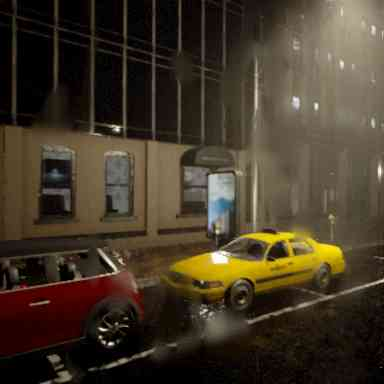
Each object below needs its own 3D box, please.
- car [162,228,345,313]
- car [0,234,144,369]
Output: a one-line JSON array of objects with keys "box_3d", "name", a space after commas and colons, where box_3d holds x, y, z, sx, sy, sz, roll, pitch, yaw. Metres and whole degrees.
[{"box_3d": [1.638, 1.555, 7.719, 4.829, 1.417, 1.752, 0, 0, -35], "name": "car"}, {"box_3d": [-2.825, 1.441, 4.544, 4.097, 1.590, 1.967, 0, 0, -35], "name": "car"}]
